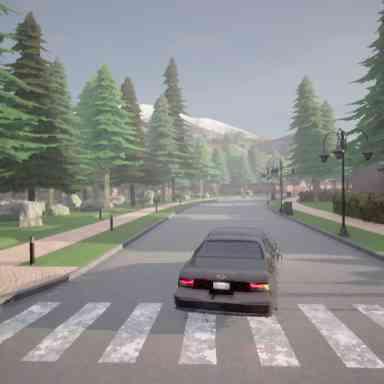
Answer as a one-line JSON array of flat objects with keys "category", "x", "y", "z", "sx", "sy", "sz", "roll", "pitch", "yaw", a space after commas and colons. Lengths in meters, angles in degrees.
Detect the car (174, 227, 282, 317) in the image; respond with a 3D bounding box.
[{"category": "car", "x": 1.115, "y": 1.558, "z": 7.926, "sx": 2.033, "sy": 1.411, "sz": 5.357, "roll": -1, "pitch": 1, "yaw": 14}]
